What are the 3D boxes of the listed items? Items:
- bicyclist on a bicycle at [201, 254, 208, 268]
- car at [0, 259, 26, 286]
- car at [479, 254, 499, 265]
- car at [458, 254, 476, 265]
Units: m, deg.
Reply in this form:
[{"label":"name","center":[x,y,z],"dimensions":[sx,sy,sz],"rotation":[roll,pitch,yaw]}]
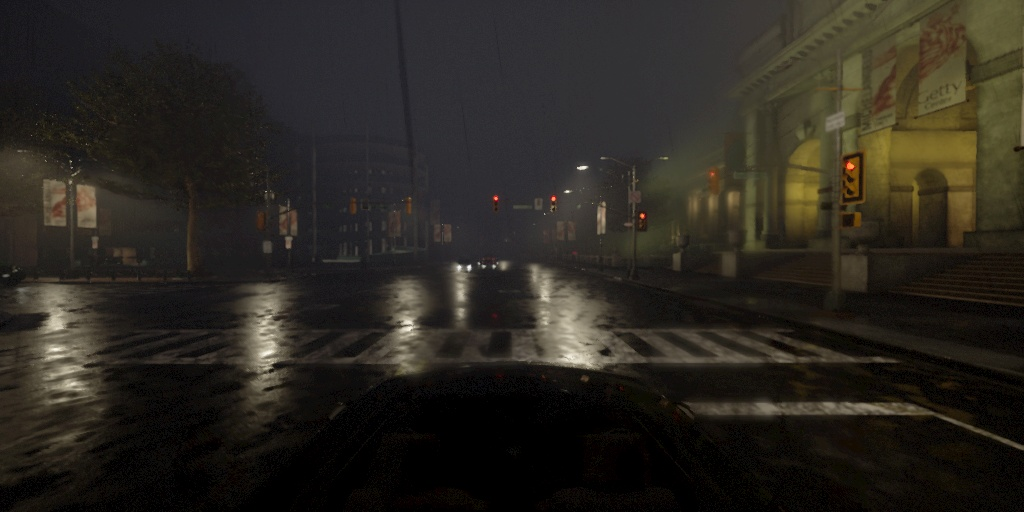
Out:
[{"label":"bicyclist on a bicycle","center":[-34.229,0.591,39.556],"dimensions":[0.582,1.620,1.656],"rotation":[0,1,0]},{"label":"car","center":[-31.115,0.749,20.091],"dimensions":[5.566,2.045,2.150],"rotation":[0,1,0]},{"label":"car","center":[-3.574,0.442,56.058],"dimensions":[2.097,1.767,4.553],"rotation":[0,1,0]},{"label":"car","center":[-7.073,0.709,54.608],"dimensions":[1.895,1.301,4.718],"rotation":[0,1,0]}]
